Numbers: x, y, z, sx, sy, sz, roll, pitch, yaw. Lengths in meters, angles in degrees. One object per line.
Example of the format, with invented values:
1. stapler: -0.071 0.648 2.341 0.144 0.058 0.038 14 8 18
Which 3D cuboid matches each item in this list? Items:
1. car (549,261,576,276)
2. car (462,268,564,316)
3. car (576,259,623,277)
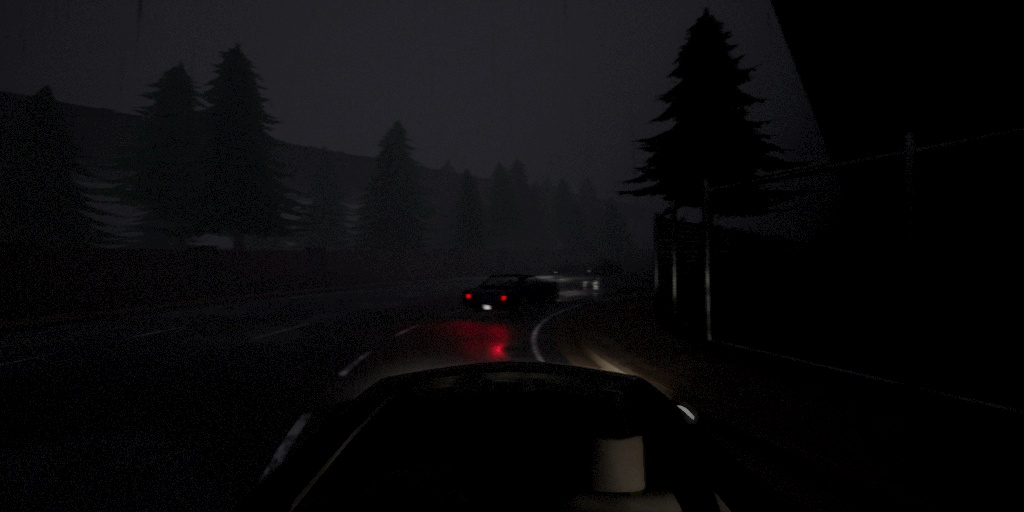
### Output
1. car: 5.612 1.190 35.220 1.895 1.301 4.718 -1 0 44
2. car: 0.194 1.321 13.414 1.895 1.301 4.718 -1 0 26
3. car: 8.421 1.046 33.094 2.128 1.511 4.902 -1 0 44
